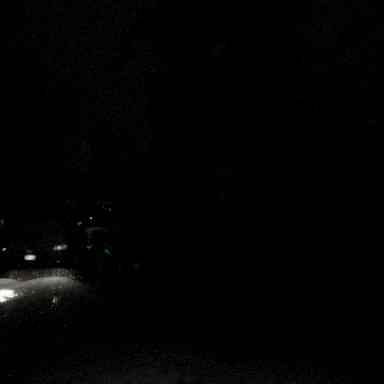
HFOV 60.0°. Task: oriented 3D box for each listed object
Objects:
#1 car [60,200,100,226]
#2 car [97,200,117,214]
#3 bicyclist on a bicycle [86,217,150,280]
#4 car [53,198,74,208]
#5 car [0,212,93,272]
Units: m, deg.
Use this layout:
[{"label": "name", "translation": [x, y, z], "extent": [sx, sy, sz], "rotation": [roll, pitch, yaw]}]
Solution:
[{"label": "car", "translation": [-7.885, 1.547, 23.231], "extent": [2.033, 1.411, 5.357], "rotation": [0, 0, -20]}, {"label": "car", "translation": [-9.109, 1.525, 34.221], "extent": [1.812, 1.442, 4.674], "rotation": [0, 0, -30]}, {"label": "bicyclist on a bicycle", "translation": [-1.913, 1.453, 8.578], "extent": [1.656, 1.620, 0.582], "rotation": [-2, 0, -7]}, {"label": "car", "translation": [-17.292, 1.491, 45.150], "extent": [2.128, 1.511, 4.902], "rotation": [0, 0, -42]}, {"label": "car", "translation": [-4.628, 1.564, 10.827], "extent": [1.994, 1.385, 4.181], "rotation": [0, 0, -9]}]
